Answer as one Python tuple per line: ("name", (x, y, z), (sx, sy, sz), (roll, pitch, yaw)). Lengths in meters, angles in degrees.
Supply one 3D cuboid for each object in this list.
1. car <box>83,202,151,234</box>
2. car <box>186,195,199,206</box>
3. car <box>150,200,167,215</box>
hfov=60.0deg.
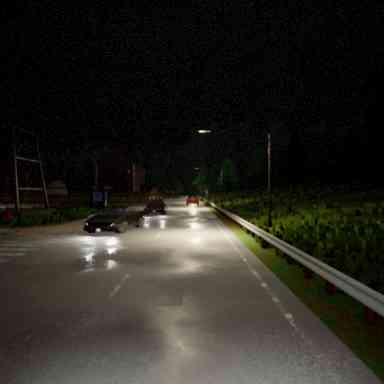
("car", (-4.293, 1.547, 19.448), (2.033, 1.411, 5.357), (0, 0, 10))
("car", (0.105, 1.351, 56.275), (2.097, 1.767, 4.553), (0, 0, 0))
("car", (-3.559, 1.525, 33.559), (1.812, 1.442, 4.674), (0, 0, 0))
